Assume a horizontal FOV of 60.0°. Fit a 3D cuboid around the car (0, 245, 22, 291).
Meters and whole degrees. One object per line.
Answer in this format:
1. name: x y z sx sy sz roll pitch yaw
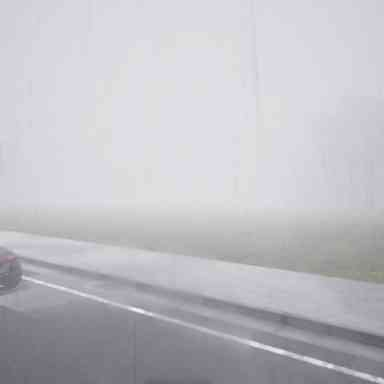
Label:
1. car: -5.849 1.545 7.813 4.181 1.385 1.994 0 0 36
